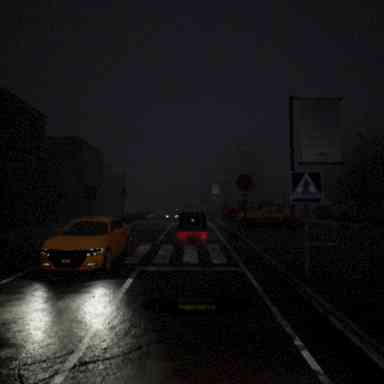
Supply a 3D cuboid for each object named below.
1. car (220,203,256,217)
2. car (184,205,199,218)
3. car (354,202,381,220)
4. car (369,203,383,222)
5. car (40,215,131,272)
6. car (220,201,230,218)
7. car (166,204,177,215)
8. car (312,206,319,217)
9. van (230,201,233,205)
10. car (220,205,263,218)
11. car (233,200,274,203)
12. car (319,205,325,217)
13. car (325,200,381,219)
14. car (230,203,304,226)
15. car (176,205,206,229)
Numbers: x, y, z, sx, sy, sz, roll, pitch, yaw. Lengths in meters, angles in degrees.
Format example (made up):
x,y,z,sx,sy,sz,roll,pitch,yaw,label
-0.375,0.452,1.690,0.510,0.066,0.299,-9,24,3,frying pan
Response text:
x,y,z,sx,sy,sz,roll,pitch,yaw,label
6.073,2.378,44.531,4.553,1.767,2.185,0,-2,-1,car
-0.035,2.463,41.973,1.837,1.490,4.892,0,-3,0,car
18.653,2.013,31.359,5.366,1.575,1.946,0,-2,-1,car
18.677,1.934,28.699,5.366,1.575,1.946,0,-2,-1,car
-3.366,1.595,11.375,1.882,1.535,5.008,0,-1,0,car
6.153,2.012,38.588,5.566,2.045,2.435,0,-2,-1,car
-3.472,3.166,59.834,2.150,2.045,5.566,0,-4,0,car
18.310,2.173,42.537,5.566,2.045,2.435,0,-2,-1,car
6.305,1.822,32.399,4.442,1.987,1.878,0,-2,-1,van
6.089,2.380,41.493,5.008,1.535,2.097,0,-2,-1,car
6.248,1.826,29.360,4.553,1.767,2.185,0,-2,-1,car
18.370,2.318,39.861,4.892,1.521,2.231,0,-2,-1,car
18.386,1.957,37.080,5.566,2.045,2.435,0,-2,-1,car
6.059,1.869,26.438,5.366,1.575,1.946,0,-2,-1,car
0.042,1.830,24.804,1.882,1.535,5.008,0,-2,0,car
